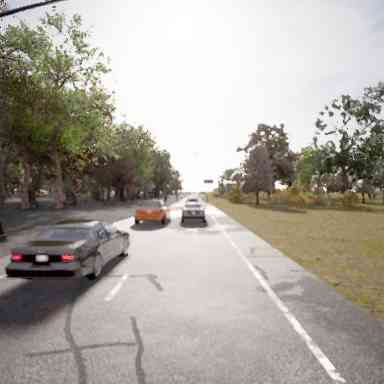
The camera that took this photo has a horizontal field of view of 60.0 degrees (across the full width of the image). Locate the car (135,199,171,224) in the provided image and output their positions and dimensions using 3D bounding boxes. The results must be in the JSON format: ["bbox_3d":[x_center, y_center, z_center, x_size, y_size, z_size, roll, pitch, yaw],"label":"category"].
[{"bbox_3d":[-2.740,1.299,24.084,2.097,1.767,4.553,0,0,2],"label":"car"}]

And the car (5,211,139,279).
[{"bbox_3d":[-3.238,1.524,9.903,2.033,1.411,5.357,0,0,2],"label":"car"}]

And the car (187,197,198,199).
[{"bbox_3d":[0.089,1.410,44.553,1.837,1.490,4.892,0,0,0],"label":"car"}]

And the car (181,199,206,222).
[{"bbox_3d":[0.107,1.493,25.489,2.033,1.411,5.357,0,0,0],"label":"car"}]
